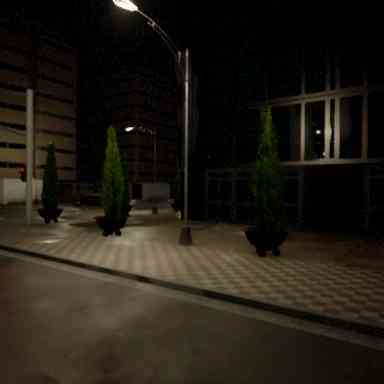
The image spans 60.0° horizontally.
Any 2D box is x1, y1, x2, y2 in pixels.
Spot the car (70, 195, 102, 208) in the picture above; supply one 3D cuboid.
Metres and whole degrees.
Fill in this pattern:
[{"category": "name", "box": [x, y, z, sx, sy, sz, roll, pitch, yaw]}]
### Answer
[{"category": "car", "box": [-12.466, 1.161, 40.412, 1.837, 1.490, 4.892, 1, 1, 35]}]
